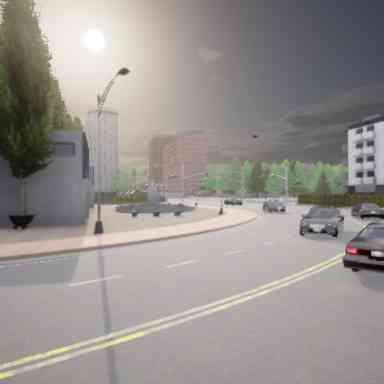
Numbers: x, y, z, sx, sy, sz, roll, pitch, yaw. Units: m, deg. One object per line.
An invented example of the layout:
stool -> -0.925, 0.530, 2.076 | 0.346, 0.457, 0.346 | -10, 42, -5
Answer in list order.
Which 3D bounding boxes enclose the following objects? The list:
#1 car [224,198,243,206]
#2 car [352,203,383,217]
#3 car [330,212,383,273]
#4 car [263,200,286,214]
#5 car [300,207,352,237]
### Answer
car -> 7.946, 1.897, 63.811 | 2.033, 1.411, 5.357 | 0, 0, -17
car -> 15.618, 1.671, 29.758 | 1.994, 1.385, 4.181 | 0, 0, 13
car -> 6.188, 1.582, 10.149 | 2.033, 1.411, 5.357 | 0, 0, 40
car -> 9.567, 1.679, 38.803 | 2.128, 1.511, 4.902 | 0, 0, 0
car -> 7.203, 1.568, 18.142 | 2.128, 1.511, 4.902 | 0, 0, 29
